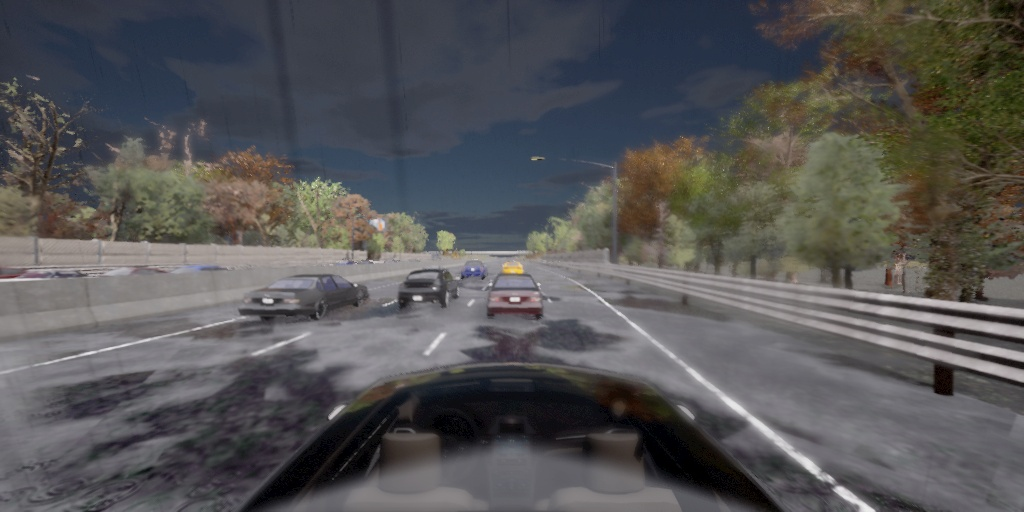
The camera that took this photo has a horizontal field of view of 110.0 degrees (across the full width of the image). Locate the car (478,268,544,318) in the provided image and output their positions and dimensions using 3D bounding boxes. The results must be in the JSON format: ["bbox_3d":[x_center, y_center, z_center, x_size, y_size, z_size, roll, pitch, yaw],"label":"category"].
[{"bbox_3d":[0.102,1.333,13.063,2.033,1.411,5.357,0,0,0],"label":"car"}]

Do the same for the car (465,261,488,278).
[{"bbox_3d":[-3.395,1.212,33.165,2.097,1.767,4.553,0,0,0],"label":"car"}]

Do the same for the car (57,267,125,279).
[{"bbox_3d":[-21.084,1.336,19.776,1.812,1.442,4.674,0,0,0],"label":"car"}]

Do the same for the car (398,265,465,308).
[{"bbox_3d":[-3.397,1.299,15.394,1.837,1.490,4.892,0,0,0],"label":"car"}]

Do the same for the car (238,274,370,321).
[{"bbox_3d":[-6.898,1.333,12.660,2.033,1.411,5.357,0,0,0],"label":"car"}]

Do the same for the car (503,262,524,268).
[{"bbox_3d":[0.106,1.344,34.976,1.882,1.535,5.008,0,0,0],"label":"car"}]

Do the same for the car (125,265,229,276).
[{"bbox_3d":[-17.596,1.288,19.813,1.882,1.535,5.008,0,0,0],"label":"car"}]

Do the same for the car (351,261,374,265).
[{"bbox_3d":[-24.525,1.542,60.040,1.994,1.385,4.181,0,0,1],"label":"car"}]

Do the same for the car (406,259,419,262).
[{"bbox_3d":[-17.515,1.342,62.465,2.097,1.767,4.553,0,0,1],"label":"car"}]

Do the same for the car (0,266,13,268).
[{"bbox_3d":[-27.626,1.284,18.570,1.882,1.535,5.008,0,0,-2],"label":"car"}]

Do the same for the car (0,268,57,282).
[{"bbox_3d":[-24.597,1.408,18.840,1.895,1.301,4.718,0,0,0],"label":"car"}]

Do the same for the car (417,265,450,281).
[{"bbox_3d":[-6.895,1.456,31.910,1.895,1.301,4.718,0,0,0],"label":"car"}]
